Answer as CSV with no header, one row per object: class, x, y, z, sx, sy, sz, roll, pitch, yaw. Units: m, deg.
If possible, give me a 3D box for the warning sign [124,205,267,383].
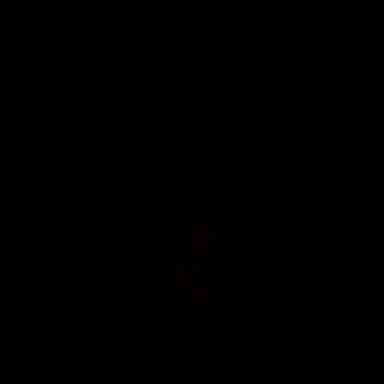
warning sign,0.089,1.110,3.893,1.060,1.860,1.300,2,0,36
